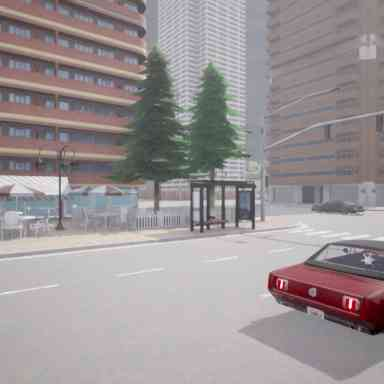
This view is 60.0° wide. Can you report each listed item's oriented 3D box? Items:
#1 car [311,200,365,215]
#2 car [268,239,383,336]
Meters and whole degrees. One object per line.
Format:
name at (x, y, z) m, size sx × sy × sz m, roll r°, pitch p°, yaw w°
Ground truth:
car at (15.379, 1.603, 35.319) m, size 2.033 × 1.411 × 5.357 m, roll 0°, pitch 0°, yaw -34°
car at (3.733, 1.601, 6.473) m, size 4.718 × 1.301 × 1.895 m, roll 0°, pitch 0°, yaw -36°
